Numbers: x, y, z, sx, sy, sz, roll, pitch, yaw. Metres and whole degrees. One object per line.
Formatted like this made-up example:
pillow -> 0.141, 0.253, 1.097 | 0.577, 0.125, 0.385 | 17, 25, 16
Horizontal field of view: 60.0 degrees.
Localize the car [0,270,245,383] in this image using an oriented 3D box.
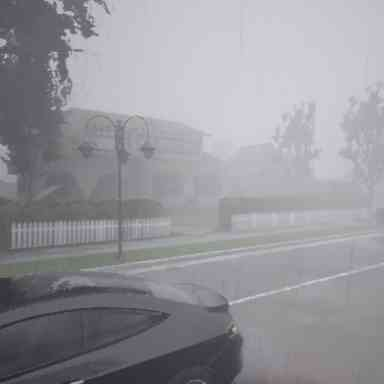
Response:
car -> -1.587, 1.525, 2.861 | 4.674, 1.442, 1.812 | 0, 0, -36
